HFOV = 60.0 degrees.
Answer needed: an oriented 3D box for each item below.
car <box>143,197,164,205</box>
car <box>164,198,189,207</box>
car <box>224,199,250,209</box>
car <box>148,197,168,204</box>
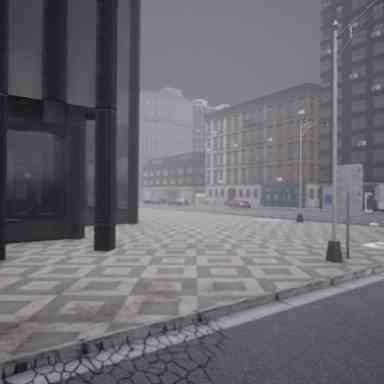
[{"bbox_3d":[-7.741,1.813,64.359,1.895,1.301,4.718,1,-1,-36],"label":"car"},{"bbox_3d":[-2.302,1.725,56.811,1.812,1.442,4.674,1,-1,-36],"label":"car"},{"bbox_3d":[6.755,1.783,49.843,1.994,1.385,4.181,1,-1,-36],"label":"car"},{"bbox_3d":[-7.225,1.734,69.398,1.882,1.535,5.008,1,-1,-36],"label":"car"}]
